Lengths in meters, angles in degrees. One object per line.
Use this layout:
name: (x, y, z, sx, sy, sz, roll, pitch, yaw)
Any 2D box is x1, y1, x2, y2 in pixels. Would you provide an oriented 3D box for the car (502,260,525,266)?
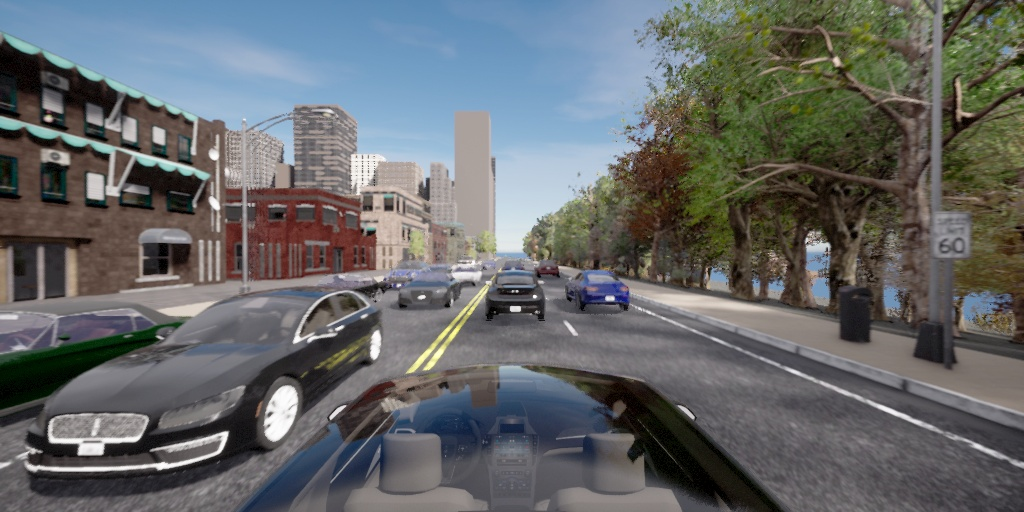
car: (0.105, 1.134, 33.224, 2.097, 1.767, 4.553, 0, 0, 0)

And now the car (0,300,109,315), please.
car: (-6.591, 1.355, 4.827, 1.895, 1.301, 4.718, 0, 0, 3)

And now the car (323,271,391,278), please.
car: (-6.577, 1.365, 14.001, 1.895, 1.301, 4.718, 0, 0, 0)

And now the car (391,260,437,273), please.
car: (-6.524, 1.125, 23.019, 2.097, 1.767, 4.553, 0, 0, 0)

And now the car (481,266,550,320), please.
car: (0.101, 1.266, 12.646, 1.837, 1.490, 4.892, 0, 0, 0)

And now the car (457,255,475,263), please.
car: (-6.492, 0.933, 51.294, 2.150, 2.045, 5.566, 0, 0, 0)

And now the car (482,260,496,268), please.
car: (-3.242, 1.241, 51.323, 1.812, 1.442, 4.674, 0, 0, 0)

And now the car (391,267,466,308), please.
car: (-3.324, 1.328, 15.187, 1.994, 1.385, 4.181, 0, 0, 0)

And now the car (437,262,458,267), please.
car: (-6.497, 1.346, 32.699, 1.994, 1.385, 4.181, 0, 0, 0)

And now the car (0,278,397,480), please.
car: (-3.367, 1.259, 5.225, 1.837, 1.490, 4.892, 0, 0, -2)

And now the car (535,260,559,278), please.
car: (3.355, 1.135, 35.147, 2.097, 1.767, 4.553, 0, 0, 0)

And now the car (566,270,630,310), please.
car: (3.352, 1.288, 14.557, 1.812, 1.442, 4.674, 0, 0, 0)

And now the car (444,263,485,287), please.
car: (-3.253, 1.375, 25.204, 1.895, 1.301, 4.718, 0, 0, 0)
